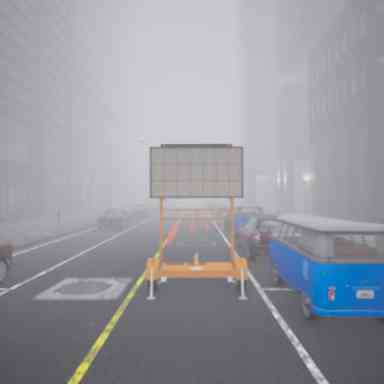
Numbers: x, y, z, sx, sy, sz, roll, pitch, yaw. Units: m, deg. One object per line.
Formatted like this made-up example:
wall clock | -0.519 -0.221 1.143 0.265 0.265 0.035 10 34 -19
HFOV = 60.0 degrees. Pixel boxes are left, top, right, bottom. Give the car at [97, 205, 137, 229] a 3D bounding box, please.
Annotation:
car | -5.543 1.828 24.115 1.887 1.381 4.507 0 -1 1

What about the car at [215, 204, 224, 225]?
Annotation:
car | 2.982 1.805 24.019 2.008 1.369 4.403 0 -1 1

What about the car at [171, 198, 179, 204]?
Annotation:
car | -4.740 2.385 91.602 1.967 1.590 4.097 1 -1 1

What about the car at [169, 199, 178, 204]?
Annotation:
car | -4.808 2.458 85.977 1.947 1.339 4.313 0 -1 1

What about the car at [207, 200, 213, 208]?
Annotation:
car | 3.183 1.975 40.891 1.887 1.381 4.507 0 -1 1

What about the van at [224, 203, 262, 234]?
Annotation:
van | 2.916 1.536 18.397 1.690 1.788 3.998 0 -1 1

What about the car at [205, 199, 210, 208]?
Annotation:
car | 3.249 2.032 46.514 1.887 1.381 4.507 0 -1 1

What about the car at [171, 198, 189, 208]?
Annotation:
car | -2.225 1.895 63.654 2.150 2.045 5.566 0 -1 1

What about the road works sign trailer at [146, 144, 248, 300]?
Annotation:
road works sign trailer | 0.120 0.562 8.650 2.380 3.560 2.880 0 -1 1

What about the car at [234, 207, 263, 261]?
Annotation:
car | 2.849 1.574 12.771 1.967 1.590 4.097 0 -1 1

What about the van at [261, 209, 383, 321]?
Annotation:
van | 2.783 1.413 7.149 1.690 1.788 3.998 0 -1 1

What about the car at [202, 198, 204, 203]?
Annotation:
car | 3.450 2.218 63.387 1.947 1.339 4.313 0 -1 1

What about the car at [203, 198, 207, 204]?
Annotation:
car | 3.383 2.143 57.763 1.887 1.381 4.507 0 -1 1

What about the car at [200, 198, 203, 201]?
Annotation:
car | 3.651 2.356 80.259 1.887 1.381 4.507 0 -1 1

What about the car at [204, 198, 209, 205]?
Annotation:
car | 3.317 2.088 52.139 1.887 1.381 4.507 0 -1 1

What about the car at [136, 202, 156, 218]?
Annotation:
car | -5.409 1.952 35.362 2.008 1.369 4.403 0 -1 1

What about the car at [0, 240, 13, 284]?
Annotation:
car | -5.744 1.646 7.244 1.887 1.381 4.507 0 -1 1

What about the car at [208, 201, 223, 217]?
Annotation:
car | 3.116 1.923 35.267 2.008 1.369 4.403 0 -1 1

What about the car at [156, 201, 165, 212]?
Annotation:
car | -5.278 2.040 46.440 1.752 1.417 4.829 0 -1 1

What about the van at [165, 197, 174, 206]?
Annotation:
van | -4.940 2.129 74.731 1.690 1.788 3.998 0 -1 1

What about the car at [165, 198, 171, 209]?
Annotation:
car | -5.142 2.209 57.858 1.802 1.307 4.206 0 -1 1
